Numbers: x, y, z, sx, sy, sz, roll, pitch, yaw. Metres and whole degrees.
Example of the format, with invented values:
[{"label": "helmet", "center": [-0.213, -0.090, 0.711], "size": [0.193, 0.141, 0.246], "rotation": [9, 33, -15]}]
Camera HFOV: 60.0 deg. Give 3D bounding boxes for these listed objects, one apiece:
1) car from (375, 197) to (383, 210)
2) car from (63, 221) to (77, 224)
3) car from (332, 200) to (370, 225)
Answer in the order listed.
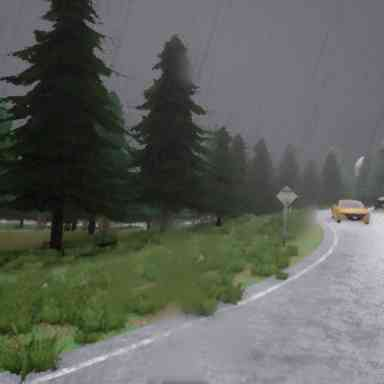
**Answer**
[{"label": "car", "center": [21.543, 1.215, 36.397], "size": [1.882, 1.535, 5.008], "rotation": [-1, 0, 42]}, {"label": "car", "center": [-31.278, 7.449, 83.994], "size": [4.193, 1.474, 1.816], "rotation": [4, 2, -14]}, {"label": "car", "center": [10.797, 1.281, 22.819], "size": [1.882, 1.535, 5.008], "rotation": [2, 1, 18]}]
